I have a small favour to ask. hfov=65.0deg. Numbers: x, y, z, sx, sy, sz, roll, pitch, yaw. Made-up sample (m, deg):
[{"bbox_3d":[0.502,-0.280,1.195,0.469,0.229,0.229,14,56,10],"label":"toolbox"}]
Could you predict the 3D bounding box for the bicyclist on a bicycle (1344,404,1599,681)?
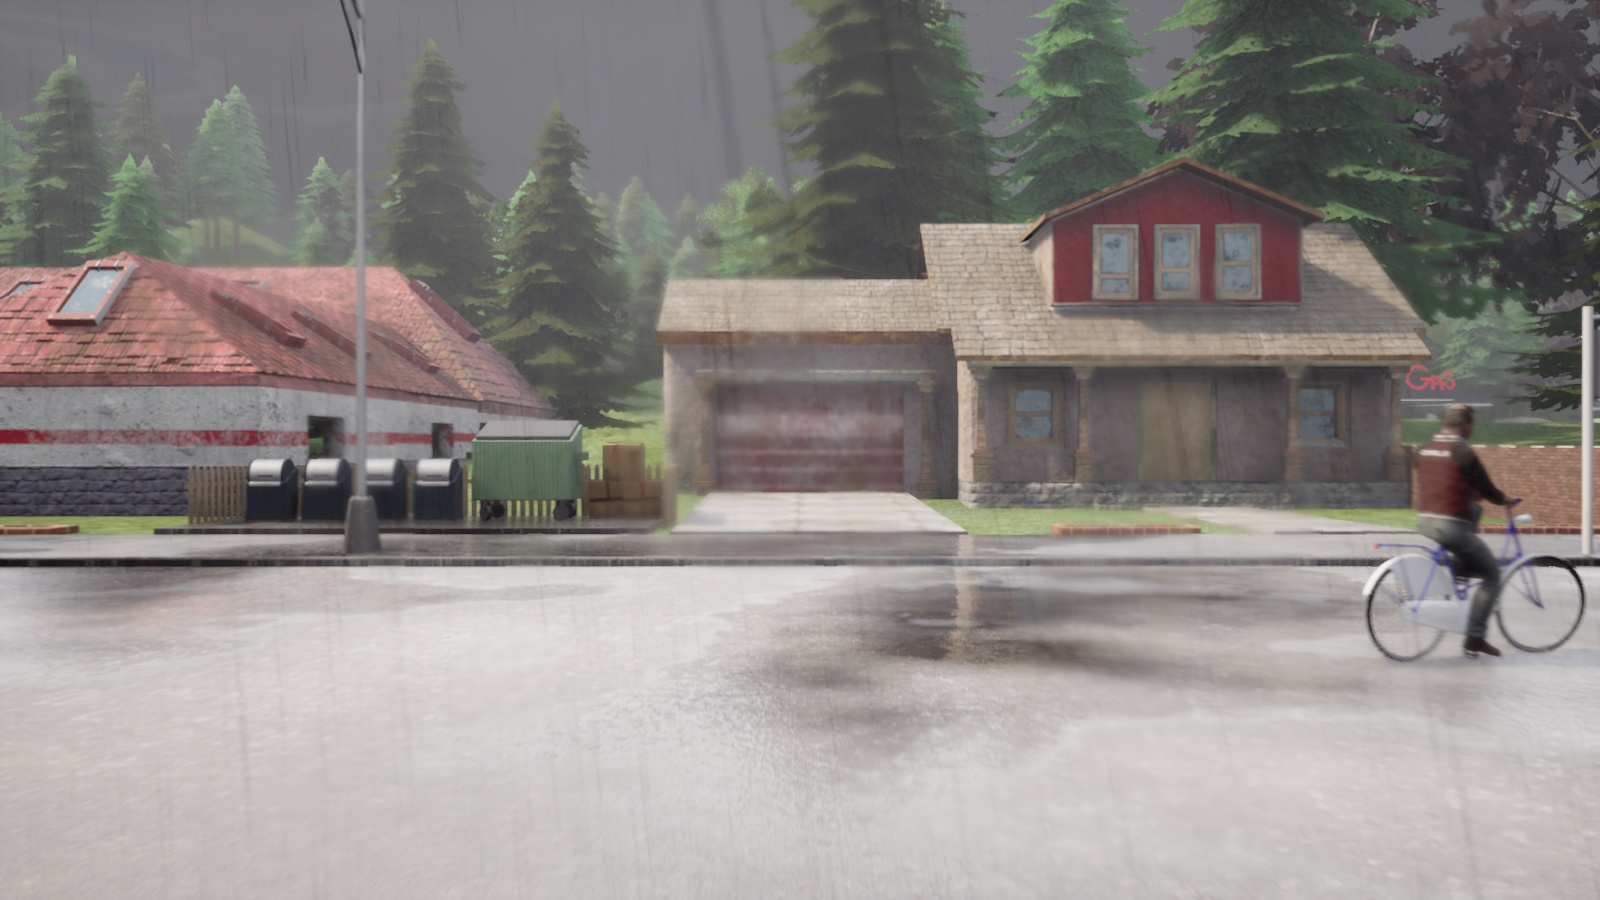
[{"bbox_3d":[4.754,0.581,8.618,1.843,1.776,0.659,0,2,-16],"label":"bicyclist on a bicycle"}]
